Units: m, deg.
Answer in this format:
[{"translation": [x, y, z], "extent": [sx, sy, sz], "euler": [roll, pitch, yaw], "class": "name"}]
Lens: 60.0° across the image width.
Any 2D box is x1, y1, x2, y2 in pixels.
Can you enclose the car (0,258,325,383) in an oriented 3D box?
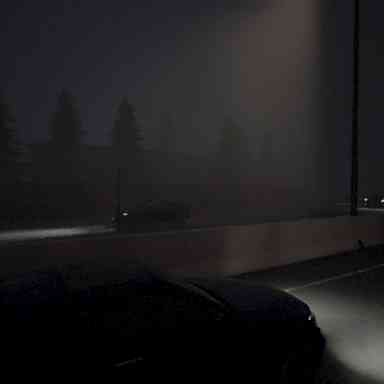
[{"translation": [-0.692, 1.460, 3.440], "extent": [4.674, 1.442, 1.812], "euler": [0, 1, -31], "class": "car"}]
